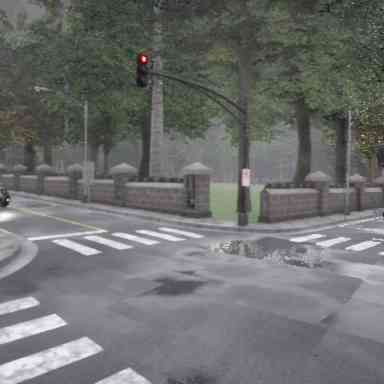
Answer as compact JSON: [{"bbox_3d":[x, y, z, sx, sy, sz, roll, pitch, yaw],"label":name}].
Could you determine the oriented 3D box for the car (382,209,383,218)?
[{"bbox_3d":[14.264,1.115,22.410,2.008,1.369,4.403,2,2,45],"label":"car"}]

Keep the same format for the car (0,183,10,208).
[{"bbox_3d":[-13.761,-0.075,21.639,2.150,2.045,5.566,-1,4,-45],"label":"car"}]
